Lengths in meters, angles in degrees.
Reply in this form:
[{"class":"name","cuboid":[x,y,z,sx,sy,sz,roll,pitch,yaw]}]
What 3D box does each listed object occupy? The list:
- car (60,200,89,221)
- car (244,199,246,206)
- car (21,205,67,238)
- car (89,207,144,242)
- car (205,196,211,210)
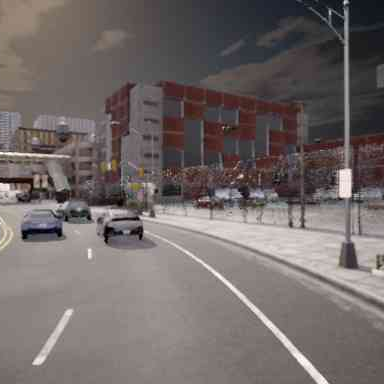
[{"class":"car","cuboid":[-10.175,1.483,28.555,2.097,1.767,4.553,0,0,-31]},{"class":"car","cuboid":[8.485,1.465,47.910,1.816,1.474,4.193,0,0,-33]},{"class":"car","cuboid":[-8.438,1.661,18.563,1.994,1.385,4.181,0,0,-27]},{"class":"car","cuboid":[-3.772,1.556,16.916,2.128,1.511,4.902,0,0,-22]},{"class":"car","cuboid":[2.107,1.344,43.779,2.185,1.767,4.553,0,0,-33]}]
